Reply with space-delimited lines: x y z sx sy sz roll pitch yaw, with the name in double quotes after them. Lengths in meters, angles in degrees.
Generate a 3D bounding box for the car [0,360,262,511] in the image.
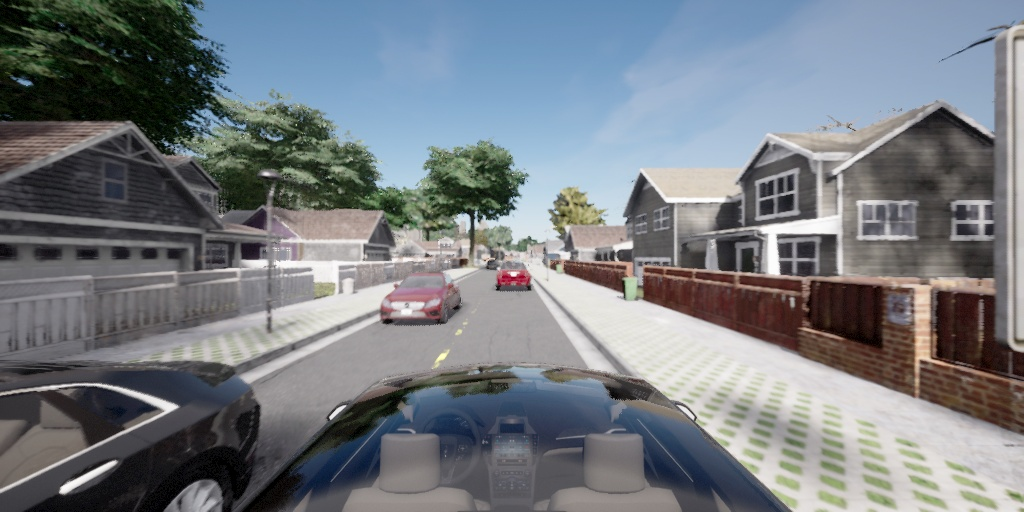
-2.845 1.258 0.763 1.837 1.490 4.892 0 0 0 "car"

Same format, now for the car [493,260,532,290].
0.096 1.098 22.588 2.097 1.767 4.553 0 0 0 "car"

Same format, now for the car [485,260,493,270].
-2.832 1.254 52.800 1.882 1.535 5.008 0 0 0 "car"

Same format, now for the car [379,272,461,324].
-2.844 1.270 12.074 1.812 1.442 4.674 0 0 0 "car"
